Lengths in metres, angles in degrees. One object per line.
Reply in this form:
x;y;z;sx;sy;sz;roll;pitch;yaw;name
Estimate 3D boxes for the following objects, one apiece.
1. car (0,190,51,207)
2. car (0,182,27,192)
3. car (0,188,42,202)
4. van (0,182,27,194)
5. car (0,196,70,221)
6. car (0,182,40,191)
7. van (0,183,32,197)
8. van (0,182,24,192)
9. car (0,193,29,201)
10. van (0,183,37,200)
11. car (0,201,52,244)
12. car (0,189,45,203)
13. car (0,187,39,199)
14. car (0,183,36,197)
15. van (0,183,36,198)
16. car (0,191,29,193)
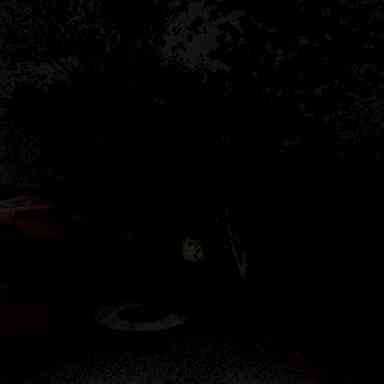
-16.286;0.638;31.879;4.792;1.488;2.163;1;2;-30;car
-38.243;-1.039;70.479;5.566;2.045;2.435;1;1;-30;car
-20.339;0.337;39.120;4.792;1.488;2.163;1;1;-30;car
-34.010;-0.762;63.332;4.442;1.987;1.878;1;1;-30;van
-10.790;1.078;22.269;4.674;1.452;2.002;1;2;-30;car
-14.859;0.466;29.494;5.566;2.045;2.435;1;2;-30;car
-25.935;-0.262;48.667;4.442;1.987;1.878;1;1;-30;van
-39.488;-1.095;72.958;4.442;1.987;1.878;1;1;-30;van
-8.079;1.123;17.578;4.553;1.767;2.185;1;2;-30;car
-21.811;-0.009;41.438;4.442;1.987;1.878;1;1;-30;van
-6.746;1.355;15.156;5.008;1.535;2.097;1;2;-30;car
-19.035;0.428;36.828;4.792;1.488;2.163;1;2;-30;car
-23.096;0.132;43.919;5.008;1.535;2.097;1;1;-30;car
-27.226;-0.370;51.117;5.566;2.045;2.435;1;1;-30;car
-24.363;-0.176;46.376;4.442;1.987;1.878;1;1;-30;van
-12.316;0.925;24.583;5.366;1.575;1.946;1;2;-30;car
